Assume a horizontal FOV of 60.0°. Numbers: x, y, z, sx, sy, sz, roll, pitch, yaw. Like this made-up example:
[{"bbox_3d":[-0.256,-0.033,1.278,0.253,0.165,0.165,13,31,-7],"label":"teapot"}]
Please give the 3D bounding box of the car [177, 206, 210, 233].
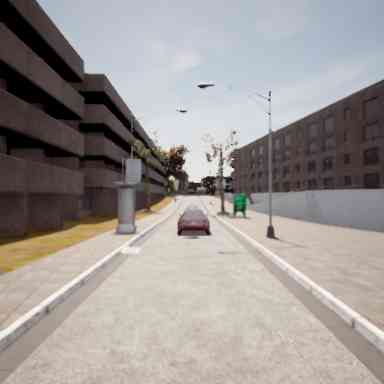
[{"bbox_3d":[0.097,1.831,21.398,1.994,1.385,4.181,0,-1,0],"label":"car"}]
